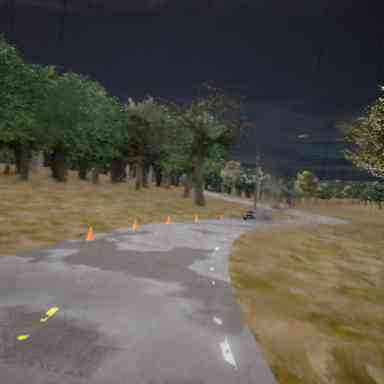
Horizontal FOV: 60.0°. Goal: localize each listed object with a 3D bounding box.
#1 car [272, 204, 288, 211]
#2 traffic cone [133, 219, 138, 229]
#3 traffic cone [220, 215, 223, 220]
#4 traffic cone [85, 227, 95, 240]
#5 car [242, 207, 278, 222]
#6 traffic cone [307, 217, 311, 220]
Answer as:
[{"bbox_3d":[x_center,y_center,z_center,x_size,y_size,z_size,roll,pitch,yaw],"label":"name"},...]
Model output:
[{"bbox_3d":[21.231,3.701,80.460,1.812,1.442,4.674,2,4,-24],"label":"car"},{"bbox_3d":[-3.409,1.941,20.070,0.340,0.580,0.340,2,-1,15],"label":"traffic cone"},{"bbox_3d":[3.090,2.597,34.450,0.340,0.580,0.340,2,-2,33],"label":"traffic cone"},{"bbox_3d":[-4.543,1.845,14.912,0.340,0.580,0.340,2,0,9],"label":"traffic cone"},{"bbox_3d":[7.162,2.498,35.917,1.994,1.385,4.181,2,-2,38],"label":"car"},{"bbox_3d":[18.662,4.173,53.467,0.340,0.580,0.340,2,-2,27],"label":"traffic cone"}]
